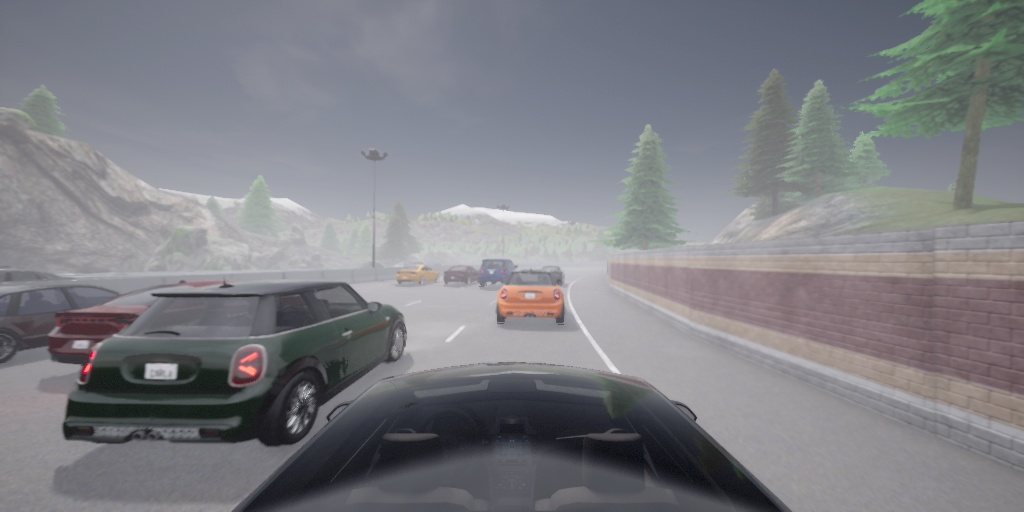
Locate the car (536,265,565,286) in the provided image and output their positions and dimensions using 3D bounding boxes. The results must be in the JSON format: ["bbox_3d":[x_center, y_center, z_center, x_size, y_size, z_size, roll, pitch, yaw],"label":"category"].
[{"bbox_3d":[3.233,1.513,29.196,1.882,1.535,5.008,0,-1,12],"label":"car"}]

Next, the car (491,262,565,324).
[{"bbox_3d":[0.702,1.214,12.690,2.097,1.767,4.553,0,-1,5],"label":"car"}]

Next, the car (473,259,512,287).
[{"bbox_3d":[-0.877,1.215,26.718,2.150,2.045,5.566,0,-1,11],"label":"car"}]

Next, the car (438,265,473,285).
[{"bbox_3d":[-3.928,1.482,29.144,1.882,1.535,5.008,0,-1,11],"label":"car"}]

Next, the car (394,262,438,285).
[{"bbox_3d":[-7.512,1.467,29.102,1.882,1.535,5.008,0,-1,11],"label":"car"}]

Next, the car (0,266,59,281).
[{"bbox_3d":[-20.466,1.289,13.900,1.837,1.490,4.892,0,-1,5],"label":"car"}]

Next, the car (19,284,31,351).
[{"bbox_3d":[-6.648,1.263,8.098,1.882,1.535,5.008,0,-1,3],"label":"car"}]

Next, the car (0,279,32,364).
[{"bbox_3d":[-10.190,1.316,7.862,2.033,1.411,5.357,0,-1,3],"label":"car"}]

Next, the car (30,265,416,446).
[{"bbox_3d":[-3.244,1.126,5.496,2.097,1.767,4.553,0,-1,1],"label":"car"}]

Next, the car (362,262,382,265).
[{"bbox_3d":[-22.062,1.694,55.594,1.837,1.490,4.892,0,-1,20],"label":"car"}]
